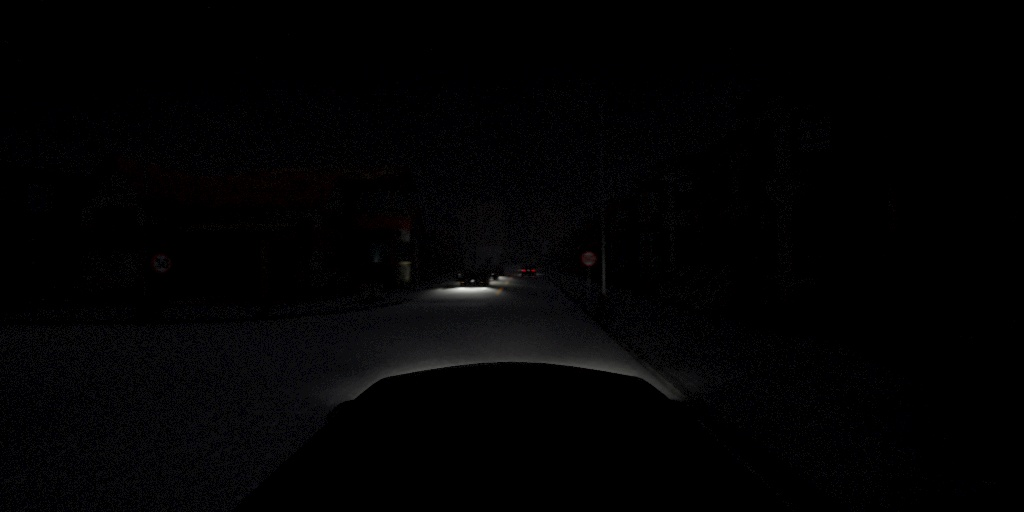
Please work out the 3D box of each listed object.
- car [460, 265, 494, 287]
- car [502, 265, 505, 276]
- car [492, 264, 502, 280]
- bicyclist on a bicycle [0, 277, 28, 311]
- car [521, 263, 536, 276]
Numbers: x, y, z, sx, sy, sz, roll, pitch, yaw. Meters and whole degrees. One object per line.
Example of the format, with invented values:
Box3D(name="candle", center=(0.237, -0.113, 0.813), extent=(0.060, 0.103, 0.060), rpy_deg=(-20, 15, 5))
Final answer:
Box3D(name="car", center=(-2.844, 1.681, 28.587), extent=(1.994, 1.385, 4.181), rpy_deg=(-1, -1, 3))
Box3D(name="car", center=(-1.962, 1.837, 47.765), extent=(2.128, 1.511, 4.902), rpy_deg=(-1, -1, 3))
Box3D(name="car", center=(-2.446, 1.701, 37.464), extent=(1.882, 1.535, 5.008), rpy_deg=(-1, -1, 3))
Box3D(name="bicyclist on a bicycle", center=(-20.954, 1.503, 14.663), extent=(0.582, 1.620, 1.656), rpy_deg=(-1, 0, 3))
Box3D(name="car", center=(2.107, 1.816, 45.403), extent=(2.033, 1.411, 5.357), rpy_deg=(-1, -1, 3))
